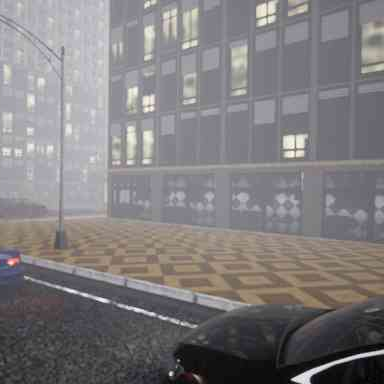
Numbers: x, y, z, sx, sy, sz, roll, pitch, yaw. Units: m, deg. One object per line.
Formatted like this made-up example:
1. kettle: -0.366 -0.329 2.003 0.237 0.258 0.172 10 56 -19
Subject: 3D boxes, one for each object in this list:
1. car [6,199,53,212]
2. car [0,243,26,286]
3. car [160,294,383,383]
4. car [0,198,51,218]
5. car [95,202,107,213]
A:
1. car: -19.640 1.580 40.385 1.752 1.417 4.829 1 0 37
2. car: -6.184 1.528 8.106 5.357 1.411 2.033 0 0 36
3. car: 1.965 1.505 2.280 4.892 1.490 1.837 0 0 35
4. car: -16.153 1.470 31.005 2.192 1.841 5.009 1 0 37
5. car: -9.345 1.781 40.209 1.752 1.417 4.829 1 0 37
